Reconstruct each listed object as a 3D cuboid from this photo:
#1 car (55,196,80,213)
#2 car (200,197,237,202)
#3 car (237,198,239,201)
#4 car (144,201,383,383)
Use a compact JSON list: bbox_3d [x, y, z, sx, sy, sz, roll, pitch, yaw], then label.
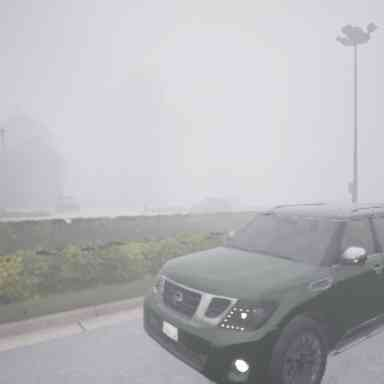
[{"bbox_3d":[-14.121,1.352,37.592,1.905,1.878,3.866,0,0,-36],"label":"car"},{"bbox_3d":[1.905,1.383,32.828,1.932,1.855,4.605,0,0,-36],"label":"car"},{"bbox_3d":[5.490,1.602,51.782,2.242,1.667,4.611,0,0,-36],"label":"car"},{"bbox_3d":[2.006,1.237,5.406,5.566,2.045,2.150,0,0,-35],"label":"car"}]
